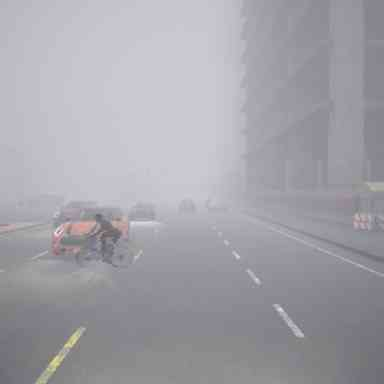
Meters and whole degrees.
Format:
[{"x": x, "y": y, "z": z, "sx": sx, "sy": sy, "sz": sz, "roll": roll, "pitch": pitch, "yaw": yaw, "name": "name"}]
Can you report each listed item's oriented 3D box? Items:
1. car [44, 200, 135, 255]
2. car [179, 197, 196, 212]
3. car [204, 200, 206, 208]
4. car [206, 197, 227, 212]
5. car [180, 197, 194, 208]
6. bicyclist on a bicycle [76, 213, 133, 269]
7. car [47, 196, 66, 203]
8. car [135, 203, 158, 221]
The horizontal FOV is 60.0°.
[{"x": -3.788, "y": 1.357, "z": 13.230, "sx": 2.097, "sy": 1.767, "sz": 4.553, "roll": 0, "pitch": 0, "yaw": -1, "name": "car"}, {"x": -0.530, "y": 1.567, "z": 38.741, "sx": 1.994, "sy": 1.385, "sz": 4.181, "roll": 0, "pitch": 0, "yaw": -1, "name": "car"}, {"x": 2.811, "y": 1.508, "z": 49.274, "sx": 1.837, "sy": 1.490, "sz": 4.892, "roll": 0, "pitch": 0, "yaw": -1, "name": "car"}, {"x": 2.987, "y": 1.528, "z": 39.427, "sx": 1.812, "sy": 1.442, "sz": 4.674, "roll": 0, "pitch": 0, "yaw": 0, "name": "car"}, {"x": -0.738, "y": 1.481, "z": 48.562, "sx": 1.882, "sy": 1.535, "sz": 5.008, "roll": 0, "pitch": 0, "yaw": 0, "name": "car"}, {"x": -2.572, "y": 1.454, "z": 9.754, "sx": 1.656, "sy": 1.620, "sz": 0.582, "roll": -1, "pitch": 0, "yaw": -1, "name": "bicyclist on a bicycle"}, {"x": -7.386, "y": 1.354, "z": 21.935, "sx": 2.097, "sy": 1.767, "sz": 4.553, "roll": 0, "pitch": 0, "yaw": 0, "name": "car"}, {"x": -3.925, "y": 1.566, "z": 27.425, "sx": 1.994, "sy": 1.385, "sz": 4.181, "roll": 0, "pitch": 0, "yaw": -1, "name": "car"}]
